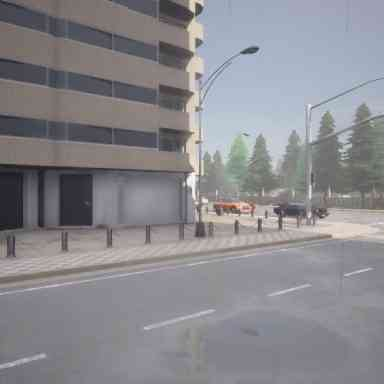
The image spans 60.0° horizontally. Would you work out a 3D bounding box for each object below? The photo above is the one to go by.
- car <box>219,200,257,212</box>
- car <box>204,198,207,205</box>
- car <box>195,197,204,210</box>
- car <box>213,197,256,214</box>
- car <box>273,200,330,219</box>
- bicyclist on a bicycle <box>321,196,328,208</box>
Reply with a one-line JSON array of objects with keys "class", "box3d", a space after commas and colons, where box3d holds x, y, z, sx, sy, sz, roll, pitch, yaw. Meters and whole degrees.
[{"class": "car", "box3d": [5.571, 1.656, 40.996, 1.895, 1.301, 4.718, 0, 0, -36]}, {"class": "car", "box3d": [-0.231, 1.619, 49.058, 1.994, 1.385, 4.181, 0, 0, -36]}, {"class": "car", "box3d": [-0.958, 1.533, 44.079, 1.882, 1.535, 5.008, 0, 0, -36]}, {"class": "car", "box3d": [4.396, 1.407, 36.646, 2.097, 1.767, 4.553, 0, 0, -36]}, {"class": "car", "box3d": [9.614, 1.656, 29.413, 1.895, 1.301, 4.718, 0, 0, -36]}, {"class": "bicyclist on a bicycle", "box3d": [17.331, 1.356, 43.469, 1.656, 1.620, 0.582, 0, 0, -36]}]
